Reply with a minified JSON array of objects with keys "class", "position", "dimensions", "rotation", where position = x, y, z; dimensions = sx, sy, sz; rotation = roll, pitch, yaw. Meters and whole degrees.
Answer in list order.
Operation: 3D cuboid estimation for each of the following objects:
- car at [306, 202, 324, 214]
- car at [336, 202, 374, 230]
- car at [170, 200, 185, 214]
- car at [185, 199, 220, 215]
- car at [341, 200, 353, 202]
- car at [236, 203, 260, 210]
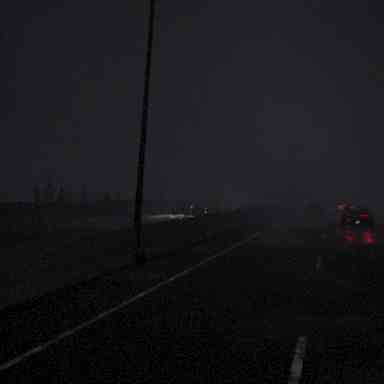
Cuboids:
[{"class":"car","position":[15.442,1.973,41.678],"dimensions":[1.882,1.535,5.008],"rotation":[0,-3,22]},{"class":"car","position":[11.238,1.664,22.838],"dimensions":[2.128,1.511,4.902],"rotation":[0,0,23]},{"class":"car","position":[-0.938,1.752,39.372],"dimensions":[2.128,1.511,4.902],"rotation":[0,-1,23]},{"class":"car","position":[1.449,1.592,36.062],"dimensions":[2.097,1.767,4.553],"rotation":[0,-1,23]},{"class":"car","position":[17.814,1.754,38.294],"dimensions":[2.097,1.767,4.553],"rotation":[0,-2,23]},{"class":"car","position":[6.592,1.903,39.159],"dimensions":[1.895,1.301,4.718],"rotation":[0,-1,24]}]
